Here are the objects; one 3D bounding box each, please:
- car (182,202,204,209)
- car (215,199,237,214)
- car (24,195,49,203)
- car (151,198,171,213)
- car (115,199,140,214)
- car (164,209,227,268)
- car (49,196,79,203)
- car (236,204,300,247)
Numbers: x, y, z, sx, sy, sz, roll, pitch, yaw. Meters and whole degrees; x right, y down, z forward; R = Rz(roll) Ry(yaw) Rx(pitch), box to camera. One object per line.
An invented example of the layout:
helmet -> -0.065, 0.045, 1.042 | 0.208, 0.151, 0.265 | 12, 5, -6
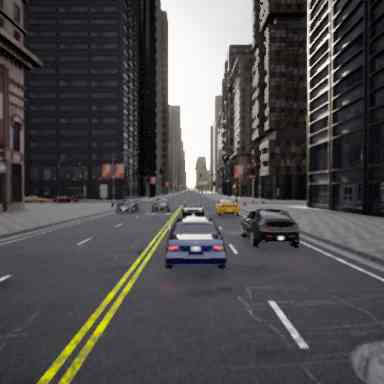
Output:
car -> 0.097, 1.578, 29.602 | 1.895, 1.301, 4.718 | 0, 0, 0
car -> 3.345, 1.453, 32.157 | 1.882, 1.535, 5.008 | 0, 0, 0
car -> -28.243, 1.296, 60.202 | 4.829, 1.417, 1.752 | 0, 0, 0
car -> -3.344, 1.479, 36.646 | 1.837, 1.490, 4.892 | 0, -1, 0
car -> -6.598, 1.466, 34.515 | 2.128, 1.511, 4.902 | 0, 0, 0
car -> 0.100, 1.539, 11.256 | 2.033, 1.411, 5.357 | 0, 0, 0
car -> -22.789, 1.359, 60.235 | 4.507, 1.381, 1.887 | 0, 0, 0
car -> 3.347, 1.493, 14.935 | 1.837, 1.490, 4.892 | 0, 0, 0
